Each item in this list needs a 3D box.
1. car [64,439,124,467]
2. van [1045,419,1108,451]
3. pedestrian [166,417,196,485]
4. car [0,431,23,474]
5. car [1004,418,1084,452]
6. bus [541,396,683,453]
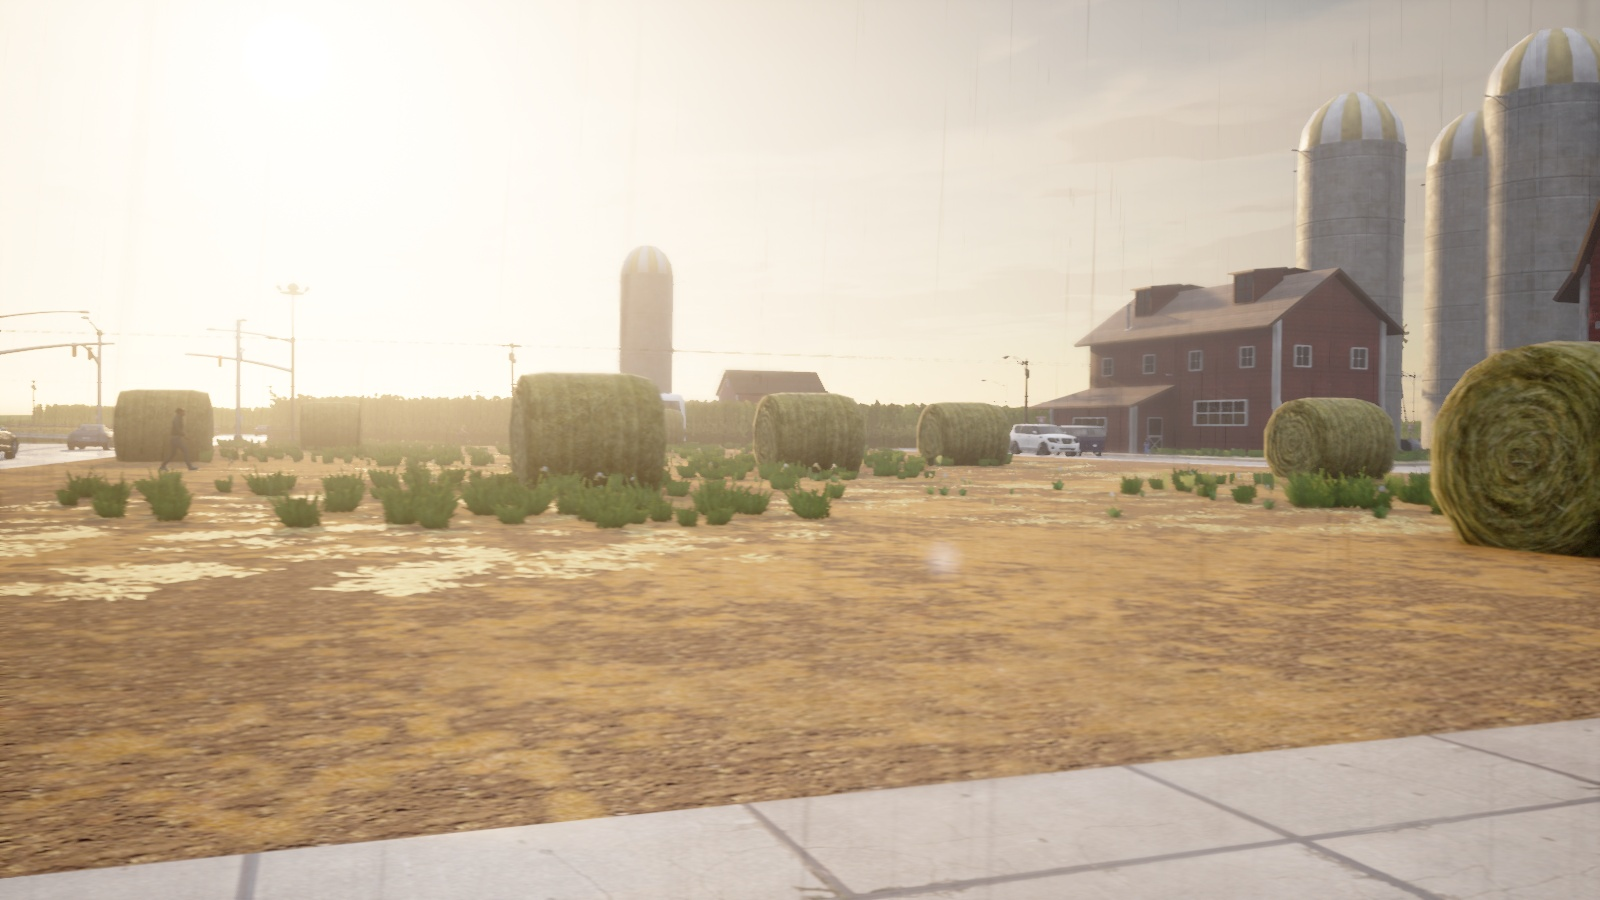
[{"bbox_3d":[-38.053,0.132,67.782,1.994,1.385,4.181,-1,1,-18],"label":"car"},{"bbox_3d":[17.698,-0.963,80.533,1.775,1.987,4.442,-1,1,-22],"label":"van"},{"bbox_3d":[-16.943,0.034,34.385,0.614,1.847,0.353,-1,1,-8],"label":"pedestrian"},{"bbox_3d":[-31.608,0.100,47.943,2.152,1.651,5.027,-1,1,-18],"label":"car"},{"bbox_3d":[15.035,-0.925,77.768,2.150,2.045,5.566,-1,1,-22],"label":"car"},{"bbox_3d":[-14.656,-2.006,97.899,10.273,4.253,3.944,-1,1,-21],"label":"bus"}]
